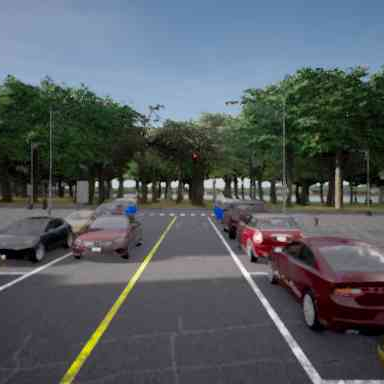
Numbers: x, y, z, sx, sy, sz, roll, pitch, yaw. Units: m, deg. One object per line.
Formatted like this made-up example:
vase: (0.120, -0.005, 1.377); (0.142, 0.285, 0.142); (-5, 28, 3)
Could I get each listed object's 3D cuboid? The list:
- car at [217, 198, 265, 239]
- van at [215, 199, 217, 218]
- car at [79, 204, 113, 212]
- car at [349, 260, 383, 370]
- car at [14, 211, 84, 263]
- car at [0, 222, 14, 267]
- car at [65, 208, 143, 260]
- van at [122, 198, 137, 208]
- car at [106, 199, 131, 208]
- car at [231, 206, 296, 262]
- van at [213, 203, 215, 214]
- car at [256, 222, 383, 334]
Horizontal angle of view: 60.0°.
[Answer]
car: (2.756, 1.371, 17.654); (2.192, 1.841, 5.009); (0, 0, 0)
van: (2.755, 1.415, 23.091); (1.690, 1.788, 3.998); (0, 0, 0)
car: (-5.768, 1.583, 17.481); (1.752, 1.417, 4.829); (0, 0, 0)
car: (2.761, 1.530, 1.511); (1.752, 1.417, 4.829); (0, 0, 0)
car: (-5.767, 1.606, 12.213); (1.947, 1.339, 4.313); (0, 0, 0)
car: (-5.766, 1.548, 6.606); (1.752, 1.417, 4.829); (0, 0, 0)
car: (-3.002, 1.567, 12.771); (1.812, 1.442, 4.674); (0, 0, 0)
van: (-5.772, 1.435, 28.527); (1.690, 1.788, 3.998); (0, 0, 0)
car: (-5.770, 1.516, 23.089); (1.967, 1.590, 4.097); (0, 0, 0)
car: (2.758, 1.478, 12.216); (1.967, 1.590, 4.097); (0, 0, 0)
van: (2.754, 1.433, 28.529); (1.690, 1.788, 3.998); (0, 0, 0)
car: (2.760, 1.565, 6.778); (1.887, 1.381, 4.507); (0, 0, 0)
